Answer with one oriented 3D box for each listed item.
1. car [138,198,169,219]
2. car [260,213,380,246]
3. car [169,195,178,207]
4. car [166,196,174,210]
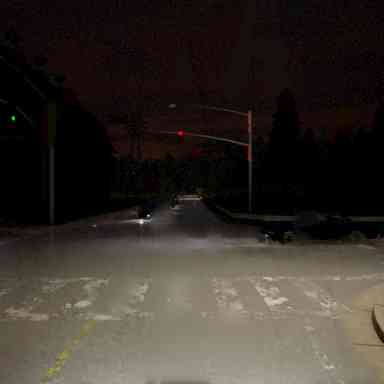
[{"bbox_3d":[-3.550,1.547,29.836,2.033,1.411,5.357,0,0,0],"label":"car"},{"bbox_3d":[5.461,1.579,14.634,4.718,1.301,1.895,0,0,-3],"label":"car"},{"bbox_3d":[-3.511,1.526,48.878,1.812,1.442,4.674,0,0,0],"label":"car"},{"bbox_3d":[-3.533,1.505,39.581,1.837,1.490,4.892,0,0,0],"label":"car"}]
